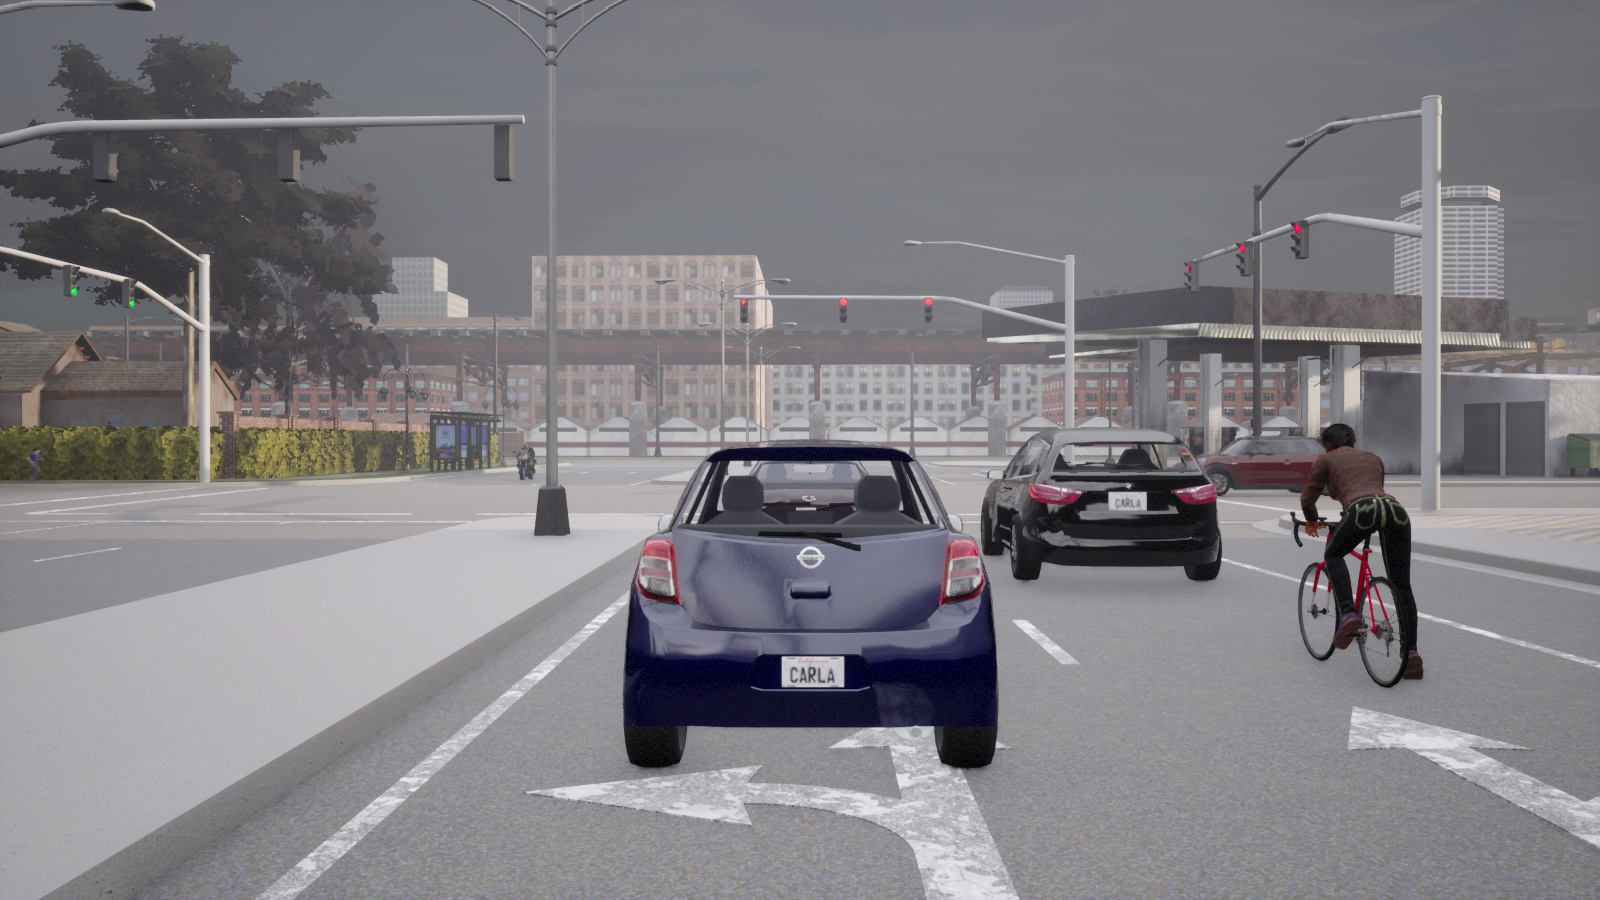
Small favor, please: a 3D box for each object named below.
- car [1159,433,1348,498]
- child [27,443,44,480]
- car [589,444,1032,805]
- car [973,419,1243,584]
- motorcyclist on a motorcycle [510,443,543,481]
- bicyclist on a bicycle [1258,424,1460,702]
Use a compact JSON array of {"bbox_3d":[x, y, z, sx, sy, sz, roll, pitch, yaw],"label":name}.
[{"bbox_3d":[12.678,0.415,35.349,4.553,1.767,2.097,0,0,-1],"label":"car"},{"bbox_3d":[-26.540,0.406,43.590,0.437,1.263,0.270,0,0,1],"label":"child"},{"bbox_3d":[0.056,0.721,7.057,1.845,1.501,3.633,0,0,0],"label":"car"},{"bbox_3d":[3.446,0.508,15.080,2.242,1.667,4.611,0,0,2],"label":"car"},{"bbox_3d":[-11.184,0.482,51.400,0.866,1.530,2.191,0,0,0],"label":"motorcyclist on a motorcycle"},{"bbox_3d":[3.560,0.656,8.151,0.582,1.620,1.656,0,0,0],"label":"bicyclist on a bicycle"}]
